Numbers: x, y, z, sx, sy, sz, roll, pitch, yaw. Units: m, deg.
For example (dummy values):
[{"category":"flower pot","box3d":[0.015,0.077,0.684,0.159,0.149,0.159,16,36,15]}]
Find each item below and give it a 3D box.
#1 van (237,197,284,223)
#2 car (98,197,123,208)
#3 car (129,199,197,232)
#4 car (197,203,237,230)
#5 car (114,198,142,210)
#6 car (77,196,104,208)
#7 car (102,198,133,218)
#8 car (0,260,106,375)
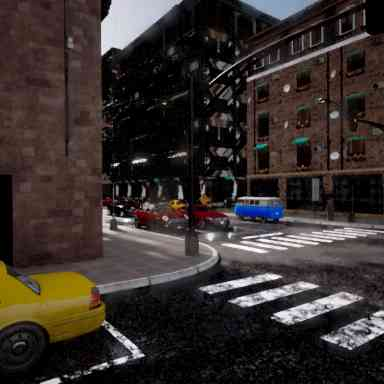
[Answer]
[{"category":"van","box3d":[4.926,1.280,24.944,1.690,1.788,3.998,0,0,-36]},{"category":"car","box3d":[-11.725,1.462,47.837,1.887,1.381,4.507,-1,0,-36]},{"category":"car","box3d":[-1.863,1.440,20.030,1.967,1.590,4.097,0,0,-36]},{"category":"car","box3d":[0.437,1.508,21.274,1.812,1.442,4.674,-1,0,-34]},{"category":"car","box3d":[-8.395,1.463,43.258,1.887,1.381,4.507,-1,0,-36]},{"category":"car","box3d":[-14.368,1.429,46.970,2.128,1.511,4.902,-1,0,-35]},{"category":"car","box3d":[-6.198,1.472,30.396,1.837,1.490,4.892,-1,0,-36]},{"category":"car","box3d":[-3.554,1.525,4.029,4.829,1.417,1.752,0,0,-36]}]
